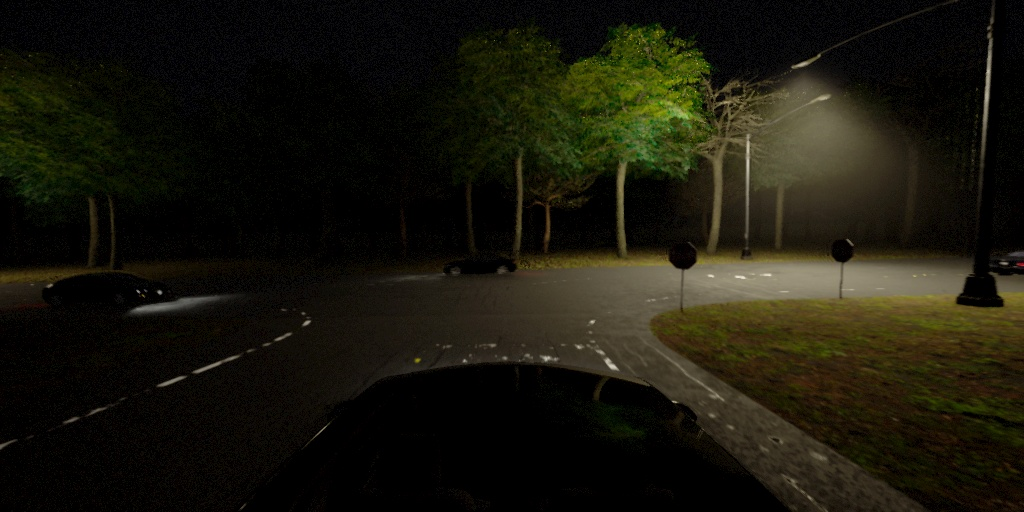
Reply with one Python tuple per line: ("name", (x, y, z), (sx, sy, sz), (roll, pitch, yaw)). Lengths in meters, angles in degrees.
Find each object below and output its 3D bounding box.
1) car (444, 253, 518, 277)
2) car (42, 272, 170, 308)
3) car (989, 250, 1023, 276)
("car", (-2.098, 0.569, 24.379), (5.008, 1.535, 1.882), (-1, 3, -1))
("car", (-19.430, 1.566, 17.274), (4.892, 1.490, 1.837), (-1, 4, 0))
("car", (26.383, 0.340, 17.412), (5.357, 1.411, 2.033), (-2, 4, 0))
